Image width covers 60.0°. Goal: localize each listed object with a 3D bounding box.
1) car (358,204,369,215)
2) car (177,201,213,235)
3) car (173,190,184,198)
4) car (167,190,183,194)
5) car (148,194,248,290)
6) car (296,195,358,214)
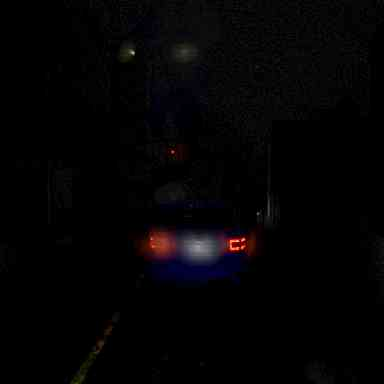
[{"bbox_3d":[18.241,1.524,32.414,4.206,1.307,1.802,1,0,0],"label":"car"},{"bbox_3d":[0.132,1.389,19.150,1.837,1.490,4.892,0,1,0],"label":"car"},{"bbox_3d":[-2.533,0.349,64.898,1.895,1.301,4.718,0,2,1],"label":"car"},{"bbox_3d":[-2.680,0.831,45.188,2.128,1.511,4.902,0,2,-1],"label":"car"},{"bbox_3d":[0.117,1.195,9.124,2.150,2.045,5.566,0,0,0],"label":"car"},{"bbox_3d":[12.843,1.181,32.425,5.009,1.841,2.192,1,0,0],"label":"car"}]
